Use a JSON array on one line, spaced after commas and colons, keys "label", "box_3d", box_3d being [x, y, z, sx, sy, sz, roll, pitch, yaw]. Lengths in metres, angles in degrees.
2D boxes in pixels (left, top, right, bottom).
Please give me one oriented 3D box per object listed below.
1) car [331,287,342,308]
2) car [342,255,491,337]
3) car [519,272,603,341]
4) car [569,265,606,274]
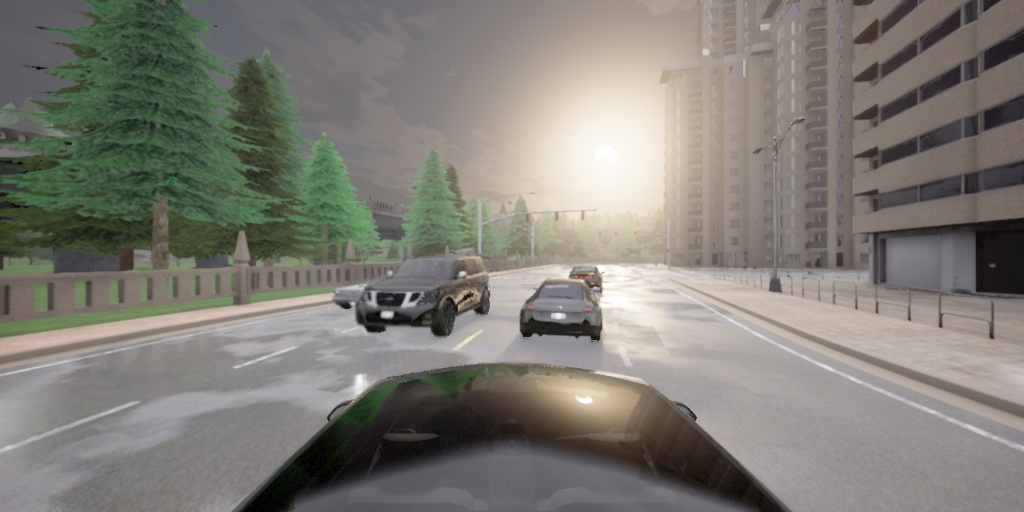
[{"label": "car", "box_3d": [-4.954, 1.362, 14.610, 1.895, 1.301, 4.718, 0, 0, 15]}, {"label": "car", "box_3d": [-2.253, 0.980, 10.852, 2.150, 2.045, 5.566, 0, 0, 12]}, {"label": "car", "box_3d": [1.483, 1.327, 10.047, 1.994, 1.385, 4.181, 0, 0, 13]}, {"label": "car", "box_3d": [4.336, 1.285, 20.981, 1.837, 1.490, 4.892, 0, 0, 15]}]
